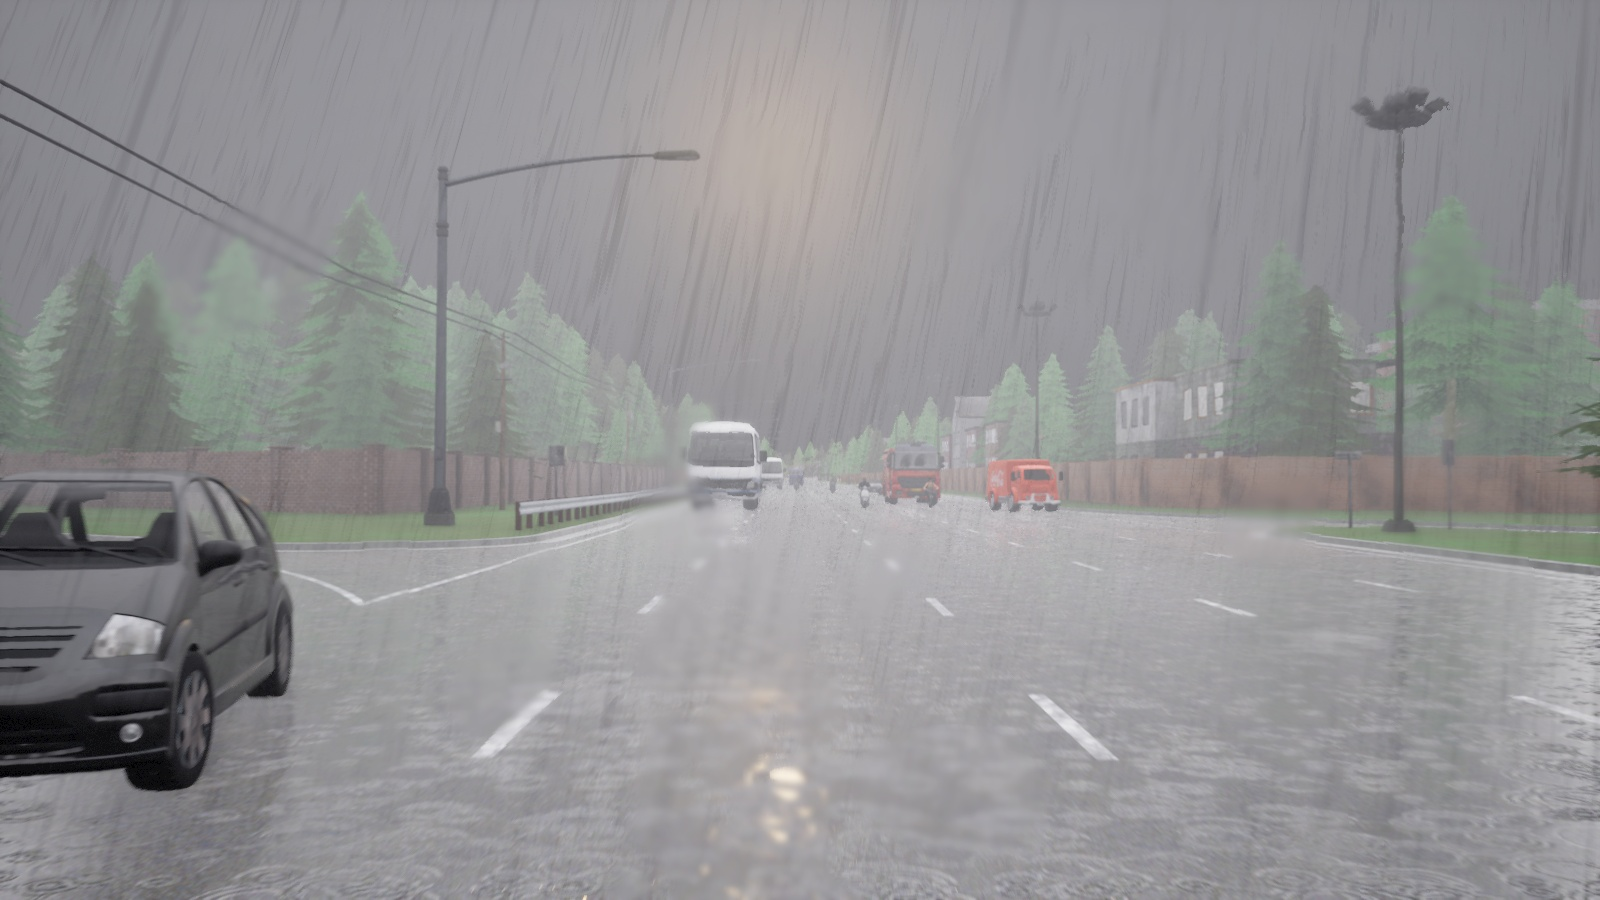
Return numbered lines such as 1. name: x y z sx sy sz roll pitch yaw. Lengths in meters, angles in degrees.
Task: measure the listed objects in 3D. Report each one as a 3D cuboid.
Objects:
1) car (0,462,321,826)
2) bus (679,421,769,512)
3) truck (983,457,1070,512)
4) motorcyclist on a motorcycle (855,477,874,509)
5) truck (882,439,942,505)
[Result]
1. car: -4.140 0.907 7.502 1.851 1.617 3.988 0 -1 -13
2. bus: -3.668 0.890 63.822 3.944 4.253 10.273 0 -1 0
3. truck: 10.758 1.640 60.152 2.627 2.467 5.204 -1 -1 -7
4. motorcyclist on a motorcycle: 3.335 2.213 64.778 0.866 1.590 1.817 0 -1 0
5. truck: 6.798 1.362 77.310 2.891 3.827 8.468 0 -1 0
